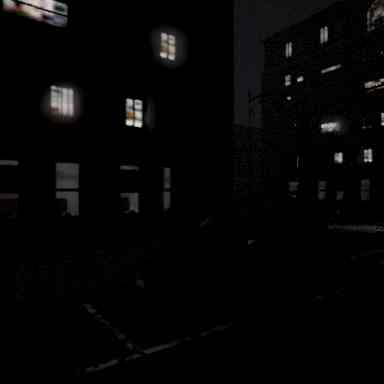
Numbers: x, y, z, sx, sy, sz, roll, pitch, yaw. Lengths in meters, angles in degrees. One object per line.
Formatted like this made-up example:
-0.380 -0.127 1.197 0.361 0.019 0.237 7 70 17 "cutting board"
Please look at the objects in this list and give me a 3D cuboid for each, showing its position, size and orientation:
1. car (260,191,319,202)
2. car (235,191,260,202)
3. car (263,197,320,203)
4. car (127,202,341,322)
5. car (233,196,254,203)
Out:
8.989 0.871 29.776 2.192 1.841 5.009 1 0 -36 "car"
5.772 0.772 34.266 2.192 1.841 5.009 1 0 -36 "car"
7.370 1.274 22.241 1.895 1.301 4.718 0 1 -36 "car"
1.136 1.287 7.369 5.009 1.841 2.192 0 0 -36 "car"
2.173 1.151 24.895 1.947 1.339 4.313 1 0 -36 "car"
